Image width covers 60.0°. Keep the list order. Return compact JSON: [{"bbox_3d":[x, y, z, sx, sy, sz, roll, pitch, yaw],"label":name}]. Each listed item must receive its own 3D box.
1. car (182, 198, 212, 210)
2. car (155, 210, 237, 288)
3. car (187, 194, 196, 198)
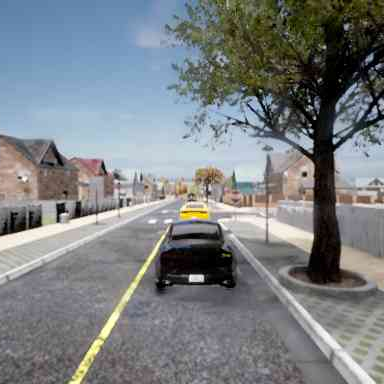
[{"bbox_3d":[0.309,1.453,23.015,1.882,1.535,5.008,0,0,4],"label":"car"},{"bbox_3d":[0.084,1.485,9.136,1.837,1.490,4.892,0,0,0],"label":"car"},{"bbox_3d":[-0.128,1.774,74.930,1.895,1.301,4.718,0,0,0],"label":"car"}]
